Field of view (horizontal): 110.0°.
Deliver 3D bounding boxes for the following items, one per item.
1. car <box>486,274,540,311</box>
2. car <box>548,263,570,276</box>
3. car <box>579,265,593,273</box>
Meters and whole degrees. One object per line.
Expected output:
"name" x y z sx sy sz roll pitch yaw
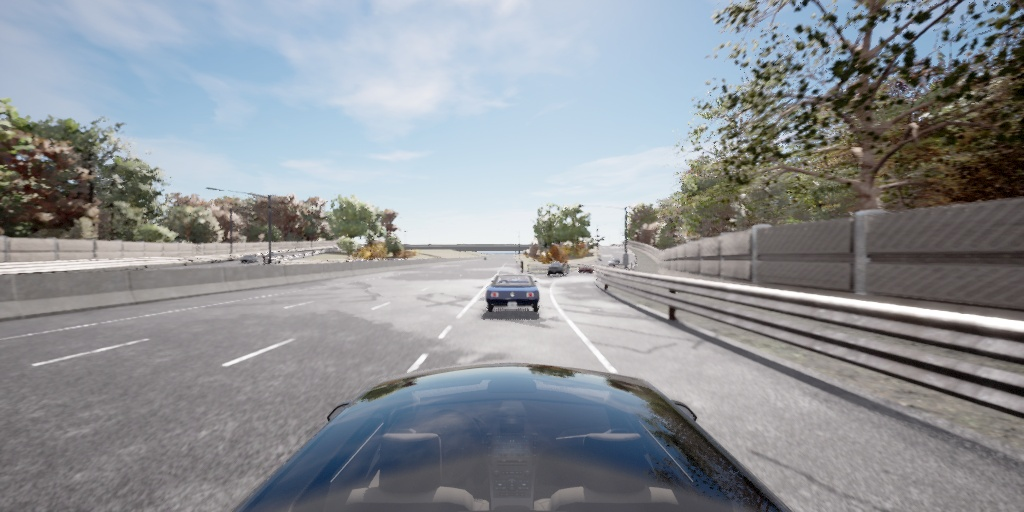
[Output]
"car" 0.098 1.355 14.475 1.895 1.301 4.718 0 0 2
"car" 5.572 1.618 42.449 1.837 1.490 4.892 -1 -1 20
"car" 12.118 2.045 57.053 1.895 1.301 4.718 0 -1 26
